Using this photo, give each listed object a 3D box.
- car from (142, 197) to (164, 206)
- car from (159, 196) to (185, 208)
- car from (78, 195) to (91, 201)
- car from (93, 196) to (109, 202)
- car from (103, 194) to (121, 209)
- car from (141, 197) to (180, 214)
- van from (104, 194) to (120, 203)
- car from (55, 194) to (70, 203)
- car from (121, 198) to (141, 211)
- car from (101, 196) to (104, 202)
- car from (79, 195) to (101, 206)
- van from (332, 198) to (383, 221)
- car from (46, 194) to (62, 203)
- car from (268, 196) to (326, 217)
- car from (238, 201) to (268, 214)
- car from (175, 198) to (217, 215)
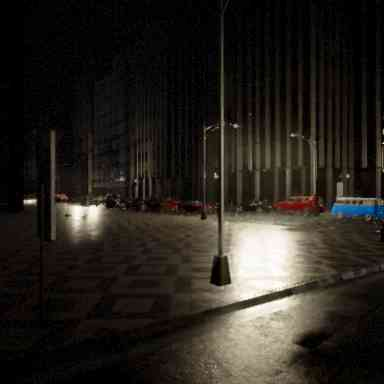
[{"bbox_3d":[-6.448,1.594,54.618,1.802,1.307,4.206,0,0,-36],"label":"car"},{"bbox_3d":[-3.103,1.455,50.075,1.967,1.590,4.097,0,0,-36],"label":"car"},{"bbox_3d":[-26.627,1.479,82.037,1.752,1.417,4.829,0,0,-35],"label":"car"},{"bbox_3d":[-19.925,1.507,72.923,1.752,1.417,4.829,0,0,-36],"label":"car"},{"bbox_3d":[-9.984,1.457,45.040,1.967,1.590,4.097,0,0,-36],"label":"car"},{"bbox_3d":[-3.296,1.566,35.958,1.887,1.381,4.507,0,0,-36],"label":"car"},{"bbox_3d":[-16.479,1.334,68.243,1.690,1.788,3.998,0,0,-36],"label":"van"},{"bbox_3d":[-26.701,1.298,67.747,2.192,1.841,5.009,0,0,-36],"label":"car"},{"bbox_3d":[-6.640,1.601,40.499,1.802,1.307,4.206,0,0,-36],"label":"car"},{"bbox_3d":[-11.985,1.365,52.256,2.097,1.767,4.553,0,0,-36],"label":"car"},{"bbox_3d":[-16.671,1.560,54.122,2.008,1.369,4.403,0,0,-36],"label":"car"},{"bbox_3d":[13.617,1.366,27.366,1.690,1.788,3.998,0,0,-36],"label":"van"},{"bbox_3d":[-30.046,1.286,72.289,2.192,1.841,5.009,0,0,-36],"label":"car"},{"bbox_3d":[10.272,1.340,31.909,2.192,1.841,5.009,0,0,-36],"label":"car"},{"bbox_3d":[6.928,1.588,36.451,1.947,1.339,4.313,0,0,-36],"label":"car"},{"bbox_3d":[0.543,1.623,35.080,1.895,1.301,4.718,0,0,-36],"label":"car"}]
